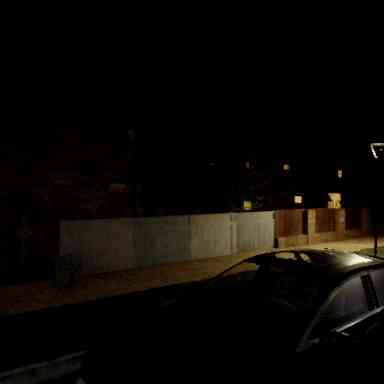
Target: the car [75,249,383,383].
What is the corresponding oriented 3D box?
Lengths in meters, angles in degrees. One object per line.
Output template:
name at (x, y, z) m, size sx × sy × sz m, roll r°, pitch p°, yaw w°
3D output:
car at (1.204, 1.502, 3.812) m, size 4.902 × 1.511 × 2.128 m, roll 0°, pitch 0°, yaw -36°
